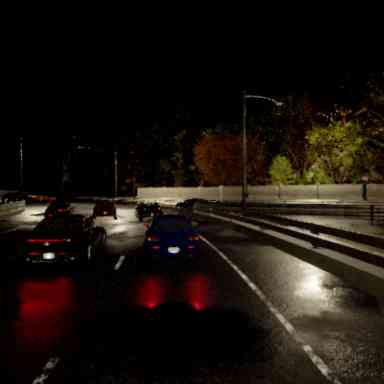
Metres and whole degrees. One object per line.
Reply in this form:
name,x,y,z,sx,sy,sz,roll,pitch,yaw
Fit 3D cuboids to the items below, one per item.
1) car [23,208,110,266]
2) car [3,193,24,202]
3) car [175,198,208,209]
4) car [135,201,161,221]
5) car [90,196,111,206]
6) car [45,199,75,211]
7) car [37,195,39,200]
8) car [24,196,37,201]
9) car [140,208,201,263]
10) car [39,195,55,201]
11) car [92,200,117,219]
car,-4.243,1.523,11.666,1.837,1.490,4.892,0,0,-6
car,-42.946,1.267,79.185,5.566,2.045,2.150,0,0,40
car,0.163,1.413,37.086,4.892,1.490,1.837,0,0,43
car,-3.641,1.505,27.709,2.128,1.511,4.902,0,0,-15
car,-15.750,1.505,57.006,2.128,1.511,4.902,0,0,-32
car,-10.703,1.550,27.031,1.837,1.490,4.892,0,0,-15
car,-38.291,1.495,84.415,5.008,1.535,1.882,0,0,40
car,-40.606,1.582,81.790,4.181,1.385,1.994,0,0,40
car,-0.772,1.528,12.018,1.812,1.442,4.674,0,0,-6
car,-34.865,1.391,81.227,4.553,1.767,2.097,2,1,44
car,-7.577,1.509,28.878,1.882,1.535,5.008,0,0,-15
